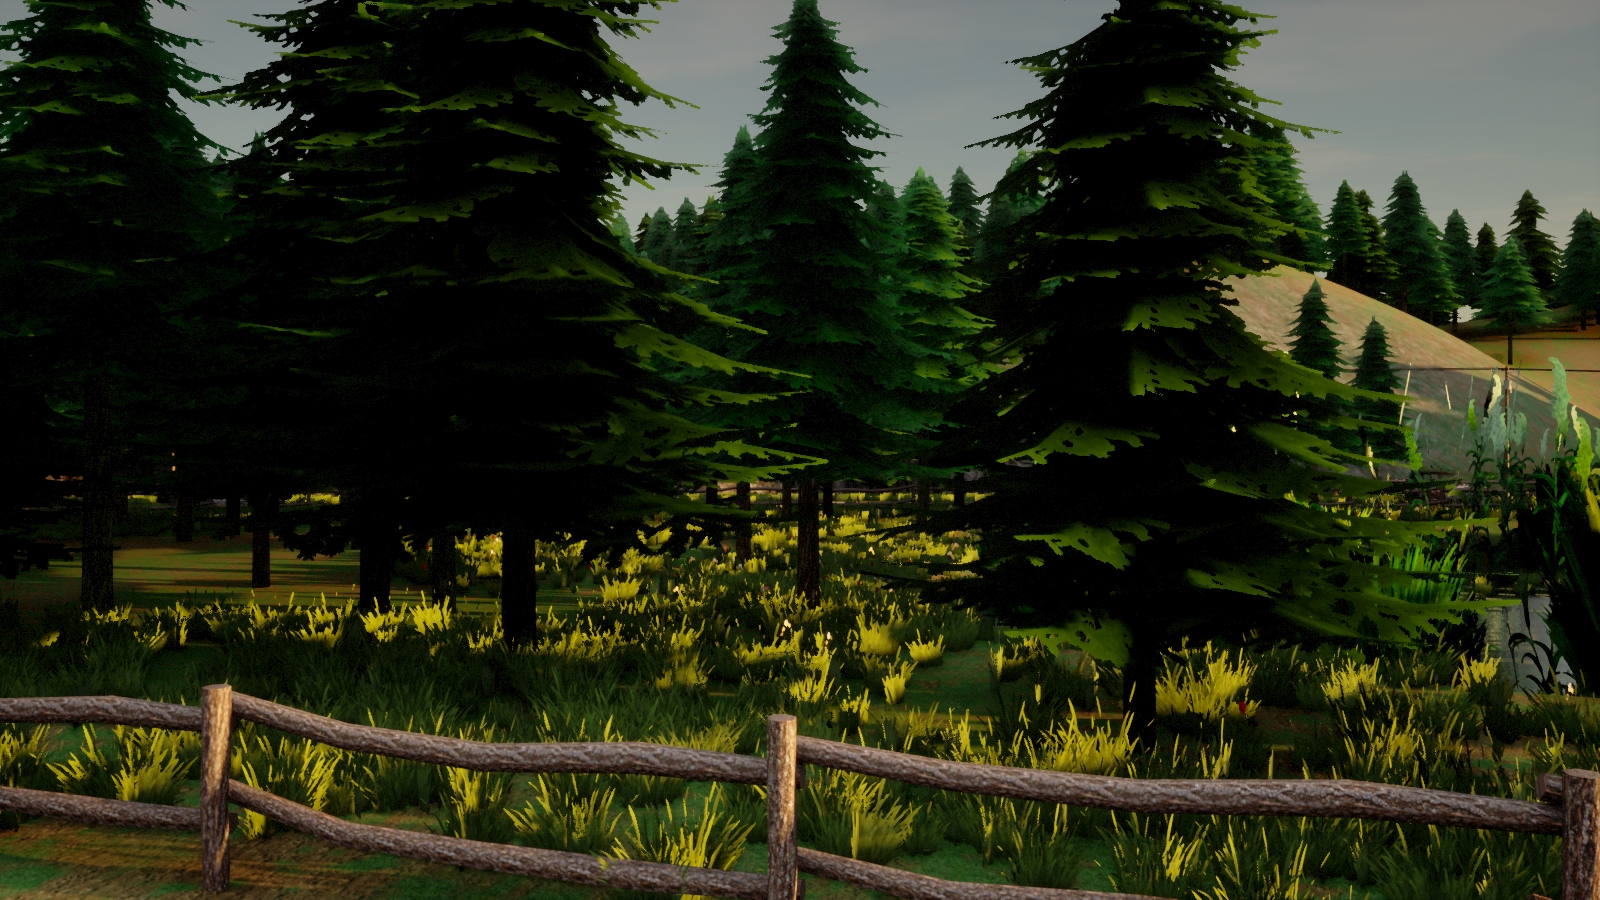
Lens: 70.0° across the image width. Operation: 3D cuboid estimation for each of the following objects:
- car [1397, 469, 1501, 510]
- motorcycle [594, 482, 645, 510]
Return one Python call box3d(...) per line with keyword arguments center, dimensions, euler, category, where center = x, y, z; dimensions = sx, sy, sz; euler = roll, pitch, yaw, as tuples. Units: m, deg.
box3d(center=(30.790, 1.857, 54.299), dimensions=(3.866, 1.878, 1.905), euler=(0, 0, 7), category="car")
box3d(center=(-8.558, 2.178, 54.109), dimensions=(2.209, 1.251, 0.867), euler=(0, 0, 14), category="motorcycle")
